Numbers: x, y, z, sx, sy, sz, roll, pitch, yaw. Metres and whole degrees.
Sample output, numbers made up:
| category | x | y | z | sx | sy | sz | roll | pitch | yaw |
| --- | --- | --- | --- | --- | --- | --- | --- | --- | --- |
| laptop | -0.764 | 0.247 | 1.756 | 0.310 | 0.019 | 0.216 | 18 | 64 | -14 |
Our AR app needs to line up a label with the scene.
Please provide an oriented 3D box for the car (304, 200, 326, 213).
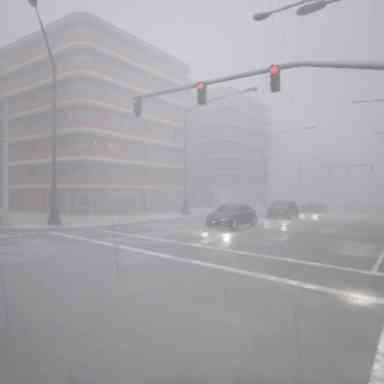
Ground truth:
| category | x | y | z | sx | sy | sz | roll | pitch | yaw |
| --- | --- | --- | --- | --- | --- | --- | --- | --- | --- |
| car | 13.851 | 1.625 | 38.084 | 1.895 | 1.301 | 4.718 | 0 | 0 | 34 |

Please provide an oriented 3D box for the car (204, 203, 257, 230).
| category | x | y | z | sx | sy | sz | roll | pitch | yaw |
| --- | --- | --- | --- | --- | --- | --- | --- | --- | --- |
| car | 2.621 | 1.516 | 21.509 | 1.837 | 1.490 | 4.892 | 0 | 0 | 34 |

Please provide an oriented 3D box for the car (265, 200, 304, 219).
| category | x | y | z | sx | sy | sz | roll | pitch | yaw |
| --- | --- | --- | --- | --- | --- | --- | --- | --- | --- |
| car | 8.150 | 1.523 | 29.674 | 1.837 | 1.490 | 4.892 | 0 | 0 | 34 |
